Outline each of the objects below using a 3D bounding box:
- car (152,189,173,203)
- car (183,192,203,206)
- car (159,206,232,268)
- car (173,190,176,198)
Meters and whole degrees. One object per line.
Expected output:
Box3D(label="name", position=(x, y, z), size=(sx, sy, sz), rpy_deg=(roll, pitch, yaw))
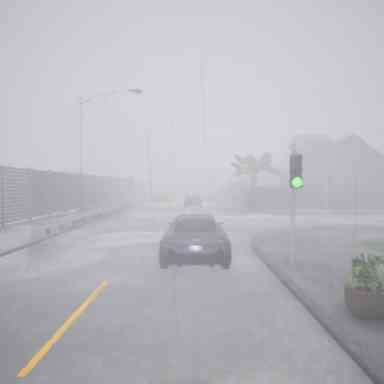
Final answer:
Box3D(label="car", position=(-4.075, 0.651, 43.821), size=(2.033, 1.411, 5.357), rpy_deg=(0, 1, 0))
Box3D(label="car", position=(0.109, 0.780, 34.732), size=(2.128, 1.511, 4.902), rpy_deg=(0, 1, 0))
Box3D(label="car", position=(0.094, 1.348, 10.437), size=(1.994, 1.385, 4.181), rpy_deg=(0, 1, 0))
Box3D(label="car", position=(-4.023, 0.244, 60.349), size=(1.882, 1.535, 5.008), rpy_deg=(0, 1, 1))
